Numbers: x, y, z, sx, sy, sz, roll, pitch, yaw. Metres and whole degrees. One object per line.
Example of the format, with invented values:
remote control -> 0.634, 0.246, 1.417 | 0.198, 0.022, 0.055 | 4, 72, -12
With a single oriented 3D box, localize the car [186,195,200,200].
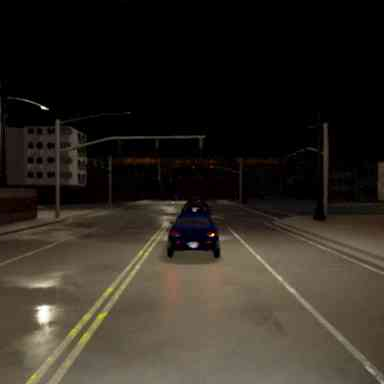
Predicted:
car -> 0.318, 1.493, 94.958 | 1.812, 1.442, 4.674 | 0, 0, 31

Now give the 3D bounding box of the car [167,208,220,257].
car -> 0.064, 1.523, 12.858 | 1.812, 1.442, 4.674 | 0, -1, 0

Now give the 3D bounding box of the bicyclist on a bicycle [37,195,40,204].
bicyclist on a bicycle -> -25.432, 1.281, 54.684 | 0.582, 1.620, 1.656 | 0, 0, 0

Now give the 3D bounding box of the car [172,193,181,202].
car -> -3.506, 1.199, 79.138 | 2.150, 2.045, 5.566 | 0, 0, 0

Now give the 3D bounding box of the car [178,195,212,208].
car -> 0.461, 1.332, 26.795 | 2.097, 1.767, 4.553 | 0, 0, 7
